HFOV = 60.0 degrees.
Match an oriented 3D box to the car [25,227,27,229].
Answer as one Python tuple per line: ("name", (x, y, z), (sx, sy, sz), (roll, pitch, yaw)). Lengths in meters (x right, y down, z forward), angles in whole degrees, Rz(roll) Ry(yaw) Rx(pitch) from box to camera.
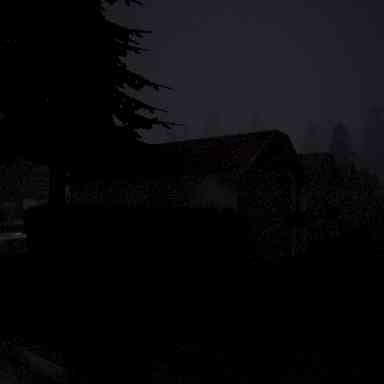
("car", (-9.408, 1.868, 23.729), (2.097, 1.767, 4.553), (-1, -1, 36))

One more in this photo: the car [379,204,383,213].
("car", (22.621, 2.038, 41.474), (4.902, 1.511, 2.128), (-1, -1, 29))
